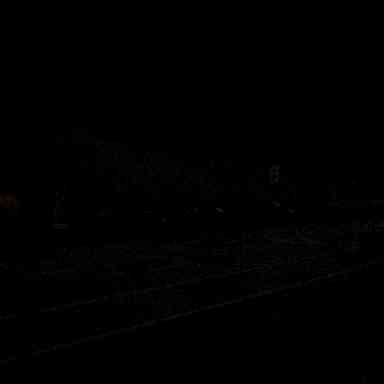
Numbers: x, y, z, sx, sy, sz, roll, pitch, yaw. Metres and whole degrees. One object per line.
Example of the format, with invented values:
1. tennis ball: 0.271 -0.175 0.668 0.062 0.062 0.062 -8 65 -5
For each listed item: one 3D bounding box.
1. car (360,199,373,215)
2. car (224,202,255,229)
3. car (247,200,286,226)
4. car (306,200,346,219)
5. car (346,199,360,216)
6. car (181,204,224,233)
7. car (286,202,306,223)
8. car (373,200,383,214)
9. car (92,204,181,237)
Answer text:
1. car: 14.938 1.570 33.115 4.892 1.521 2.231 0 0 29
2. car: 1.372 1.549 21.715 4.674 1.452 2.002 -1 -1 32
3. car: 3.678 1.515 23.554 5.008 1.535 2.097 -1 0 31
4. car: 10.483 1.544 29.224 4.892 1.521 2.231 0 0 30
5. car: 12.718 1.556 31.158 4.892 1.521 2.231 0 0 29
6. car: -0.946 1.503 19.877 4.892 1.521 2.231 -1 0 33
7. car: 5.934 1.398 25.447 4.553 1.767 2.185 -1 -1 31
8. car: 19.319 1.601 37.087 5.008 1.535 2.097 0 -1 28
9. car: -3.317 1.528 18.093 4.792 1.488 2.163 -1 -1 33
